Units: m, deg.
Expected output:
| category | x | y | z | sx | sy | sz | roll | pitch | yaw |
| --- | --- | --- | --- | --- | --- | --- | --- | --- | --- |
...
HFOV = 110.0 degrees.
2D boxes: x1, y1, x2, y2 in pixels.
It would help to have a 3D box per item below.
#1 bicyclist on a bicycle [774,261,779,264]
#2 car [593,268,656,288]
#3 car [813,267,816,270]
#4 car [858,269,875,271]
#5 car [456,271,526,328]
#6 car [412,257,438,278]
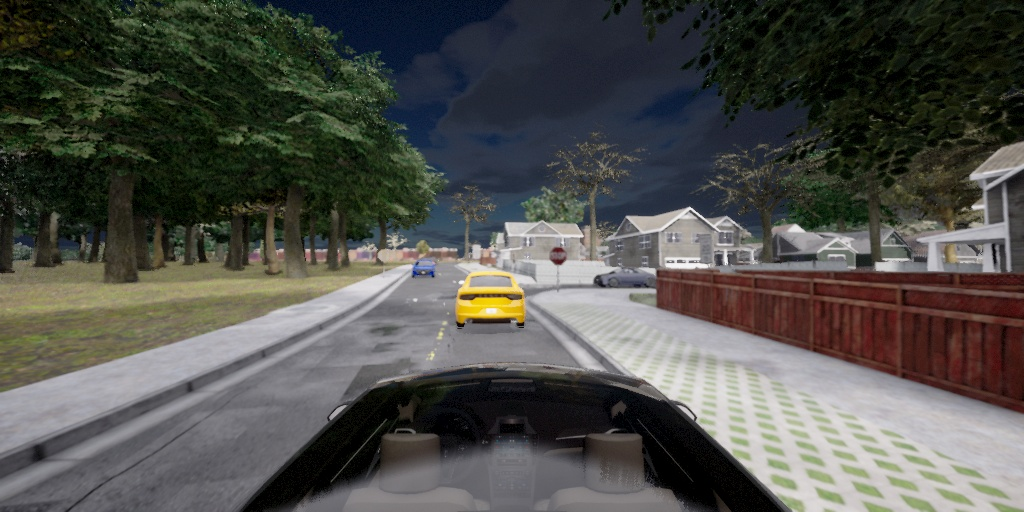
| category | x | y | z | sx | sy | sz | roll | pitch | yaw |
| --- | --- | --- | --- | --- | --- | --- | --- | --- | --- |
| bicyclist on a bicycle | 15.309 | 1.087 | 20.489 | 0.582 | 1.620 | 1.656 | 1 | -3 | -12 |
| car | 7.783 | 1.492 | 24.865 | 4.181 | 1.385 | 1.994 | 1 | -3 | -10 |
| car | 20.368 | 1.476 | 24.536 | 5.008 | 1.535 | 1.882 | 1 | -3 | -12 |
| car | 29.555 | 1.783 | 29.454 | 4.892 | 1.490 | 1.837 | 0 | -2 | -12 |
| car | -0.691 | 1.217 | 11.451 | 1.882 | 1.535 | 5.008 | 0 | 0 | -4 |
| car | -7.796 | 1.086 | 31.849 | 1.882 | 1.535 | 5.008 | 0 | 0 | -12 |
